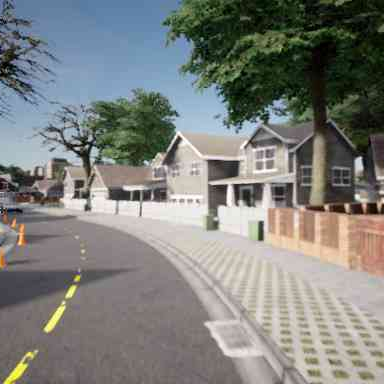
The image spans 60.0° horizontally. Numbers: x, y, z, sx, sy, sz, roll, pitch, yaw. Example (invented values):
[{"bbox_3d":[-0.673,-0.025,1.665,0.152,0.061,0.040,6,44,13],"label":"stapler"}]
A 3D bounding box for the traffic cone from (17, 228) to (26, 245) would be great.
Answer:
[{"bbox_3d":[-7.615,2.050,14.889,0.340,0.580,0.340,-1,0,-23],"label":"traffic cone"}]

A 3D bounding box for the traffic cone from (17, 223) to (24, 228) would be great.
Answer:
[{"bbox_3d":[-9.709,2.075,19.110,0.340,0.580,0.340,-1,0,-30],"label":"traffic cone"}]

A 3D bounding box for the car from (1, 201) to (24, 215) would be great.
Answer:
[{"bbox_3d":[-20.891,1.799,38.510,2.033,1.411,5.357,-1,0,-36],"label":"car"}]

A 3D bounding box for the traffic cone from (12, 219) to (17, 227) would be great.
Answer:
[{"bbox_3d":[-12.292,2.106,23.094,0.340,0.580,0.340,-1,0,-35],"label":"traffic cone"}]

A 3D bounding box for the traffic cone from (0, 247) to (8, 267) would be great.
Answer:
[{"bbox_3d":[-6.021,2.029,10.455,0.340,0.580,0.340,-1,0,-16],"label":"traffic cone"}]
